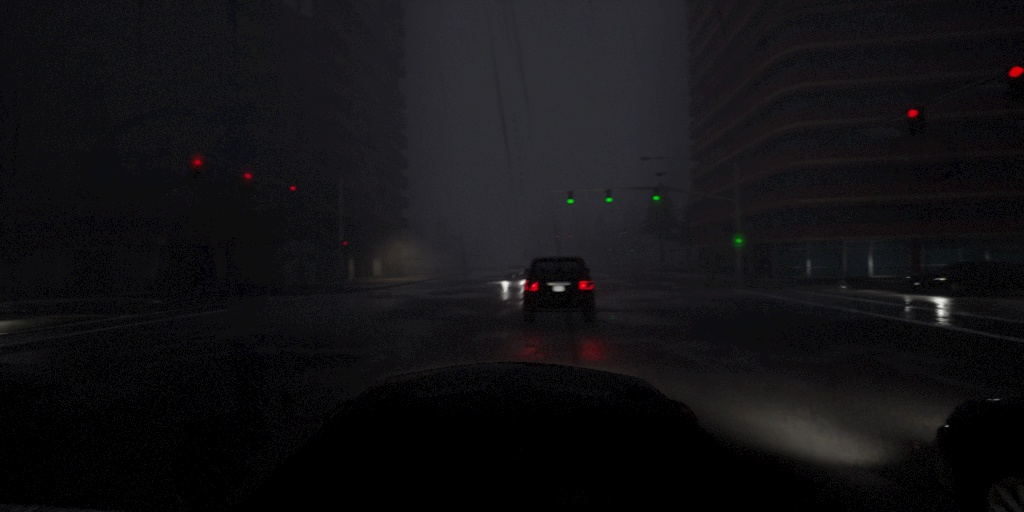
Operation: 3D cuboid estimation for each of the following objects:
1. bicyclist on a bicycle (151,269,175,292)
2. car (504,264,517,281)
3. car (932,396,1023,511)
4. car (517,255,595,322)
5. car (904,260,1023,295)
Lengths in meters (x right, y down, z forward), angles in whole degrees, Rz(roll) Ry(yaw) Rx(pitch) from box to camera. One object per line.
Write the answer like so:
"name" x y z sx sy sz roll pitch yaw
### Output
"bicyclist on a bicycle" -25.144 1.777 25.865 0.582 1.620 1.656 -1 0 6
"car" 0.431 1.507 34.182 1.812 1.442 4.674 -1 0 7
"car" 3.735 1.165 0.484 1.837 1.490 4.892 -1 0 7
"car" 1.616 1.018 12.686 2.150 2.045 5.566 -1 0 7
"car" 20.661 0.931 16.014 4.674 1.442 1.812 -1 0 6
